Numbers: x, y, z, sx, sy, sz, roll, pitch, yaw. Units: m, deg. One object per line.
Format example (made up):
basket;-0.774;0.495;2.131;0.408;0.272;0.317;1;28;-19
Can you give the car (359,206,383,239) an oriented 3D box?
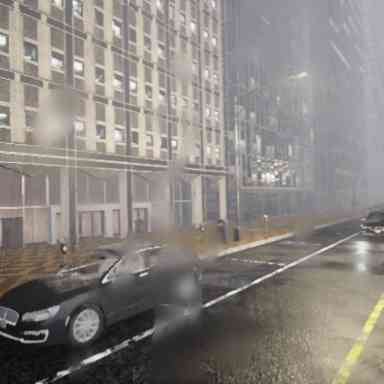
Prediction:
car;10.687;1.739;18.540;1.837;1.490;4.892;-2;-2;37

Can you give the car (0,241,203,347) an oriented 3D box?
car;-1.491;1.744;6.697;2.008;1.369;4.403;-3;-2;37

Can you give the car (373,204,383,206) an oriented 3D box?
car;18.620;1.955;33.711;1.752;1.417;4.829;-3;-2;37
